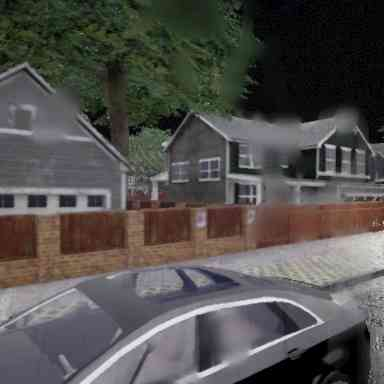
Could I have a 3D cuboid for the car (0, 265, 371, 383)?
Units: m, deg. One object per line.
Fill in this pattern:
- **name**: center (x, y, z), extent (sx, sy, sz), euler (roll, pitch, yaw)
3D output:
- **car**: center (-0.468, 1.490, 2.702), extent (4.902, 1.511, 2.128), euler (0, 0, -35)
